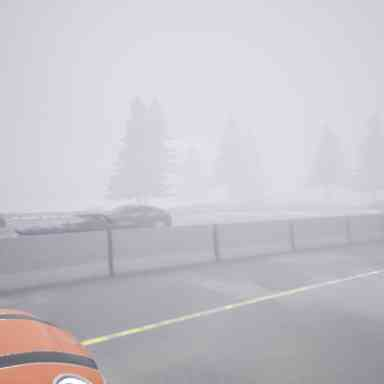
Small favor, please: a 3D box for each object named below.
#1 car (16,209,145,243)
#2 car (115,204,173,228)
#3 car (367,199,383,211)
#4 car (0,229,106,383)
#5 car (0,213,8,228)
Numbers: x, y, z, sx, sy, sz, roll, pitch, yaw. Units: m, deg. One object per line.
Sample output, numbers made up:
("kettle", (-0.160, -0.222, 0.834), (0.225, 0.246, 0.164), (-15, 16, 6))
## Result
("car", (-4.572, 1.556, 13.444), (4.718, 1.301, 1.895), (0, 0, -34))
("car", (-3.441, 1.447, 18.316), (4.892, 1.490, 1.837), (0, 0, -32))
("car", (22.761, 1.480, 39.089), (4.181, 1.385, 1.994), (0, 0, -20))
("car", (-2.702, 1.342, 1.707), (4.553, 1.767, 2.097), (0, 0, -36))
("car", (-11.995, 1.462, 16.807), (4.674, 1.442, 1.812), (0, 0, -35))
